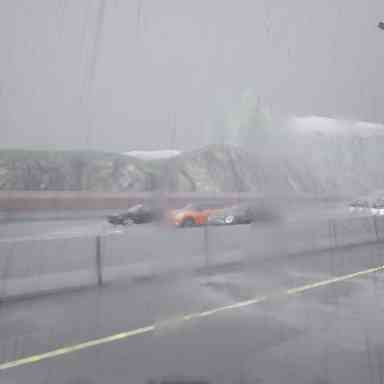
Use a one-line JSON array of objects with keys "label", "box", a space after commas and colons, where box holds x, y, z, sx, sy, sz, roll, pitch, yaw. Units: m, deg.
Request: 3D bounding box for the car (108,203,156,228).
[{"label": "car", "box": [-3.333, 1.536, 23.117, 5.008, 1.535, 1.882, 0, 0, -36]}]

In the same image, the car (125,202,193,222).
[{"label": "car", "box": [-2.696, 1.624, 27.865, 5.357, 1.411, 2.033, 0, 0, -36]}]

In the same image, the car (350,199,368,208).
[{"label": "car", "box": [27.719, 1.848, 54.804, 2.033, 1.411, 5.357, 0, 0, 41]}]

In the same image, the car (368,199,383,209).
[{"label": "car", "box": [29.371, 1.790, 51.435, 2.128, 1.511, 4.902, 0, 0, 41]}]

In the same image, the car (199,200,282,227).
[{"label": "car", "box": [3.009, 1.426, 19.059, 4.553, 1.767, 2.097, 0, 0, -36]}]

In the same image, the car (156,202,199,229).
[{"label": "car", "box": [0.351, 1.421, 21.459, 4.553, 1.767, 2.097, 0, 0, -36]}]
